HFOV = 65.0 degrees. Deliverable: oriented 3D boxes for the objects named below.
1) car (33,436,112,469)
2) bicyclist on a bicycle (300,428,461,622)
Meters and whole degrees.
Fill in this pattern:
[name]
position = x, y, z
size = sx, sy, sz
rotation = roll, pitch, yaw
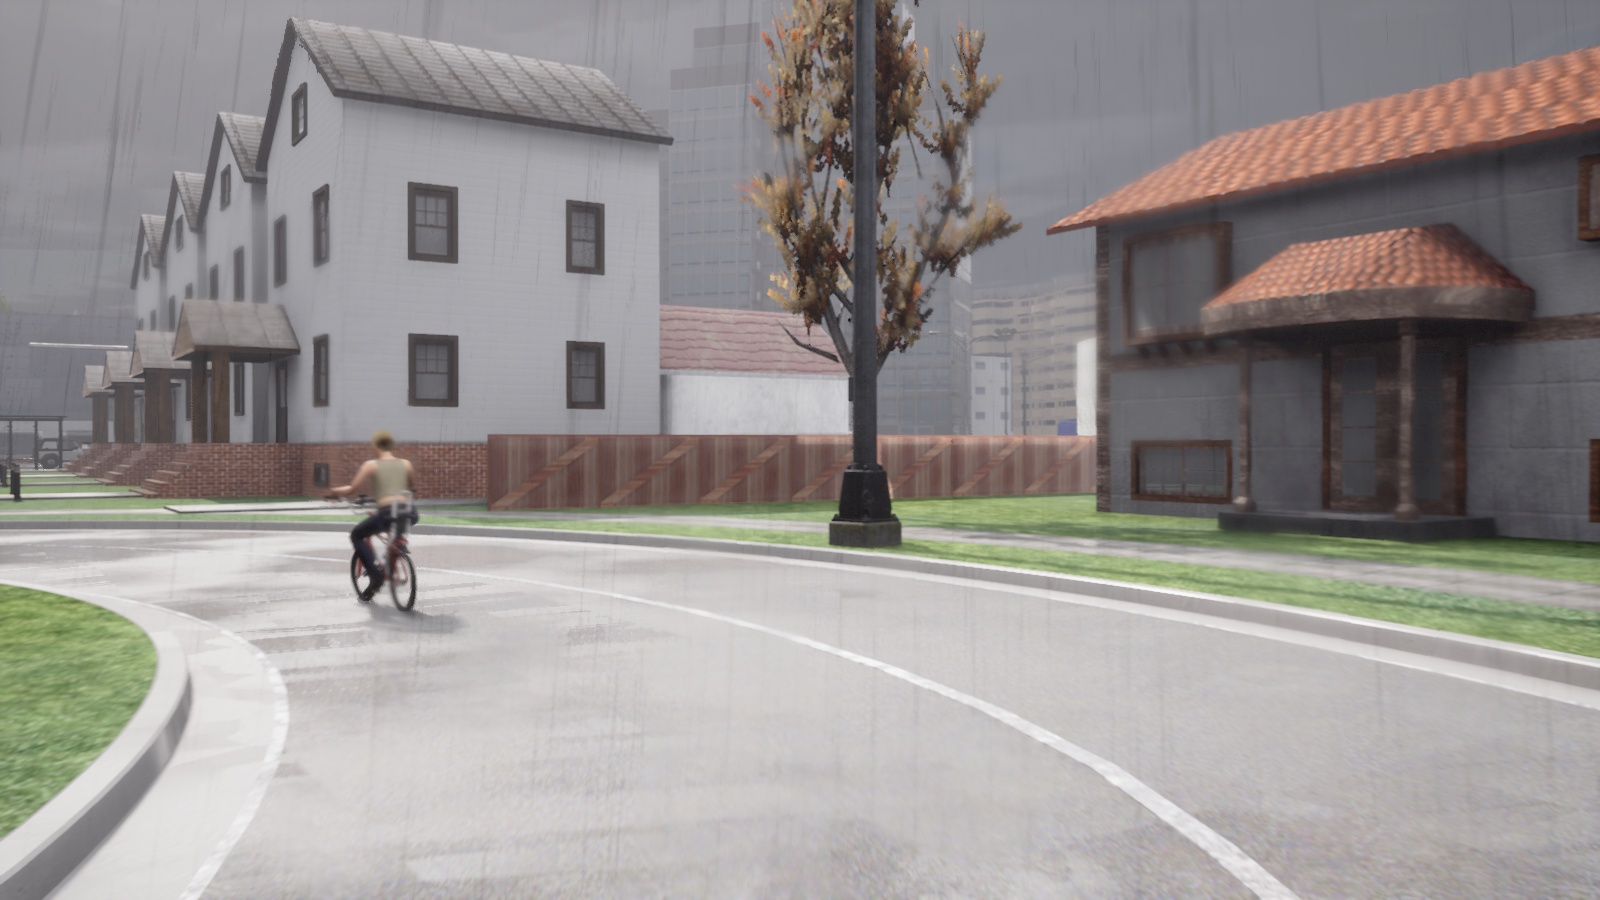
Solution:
[car]
position = -42.757, 0.123, 73.801
size = 3.866, 1.878, 1.905
rotation = 0, 0, -34
[bicyclist on a bicycle]
position = -3.804, 0.619, 11.332
size = 0.866, 1.612, 1.509
rotation = -2, 2, -39
